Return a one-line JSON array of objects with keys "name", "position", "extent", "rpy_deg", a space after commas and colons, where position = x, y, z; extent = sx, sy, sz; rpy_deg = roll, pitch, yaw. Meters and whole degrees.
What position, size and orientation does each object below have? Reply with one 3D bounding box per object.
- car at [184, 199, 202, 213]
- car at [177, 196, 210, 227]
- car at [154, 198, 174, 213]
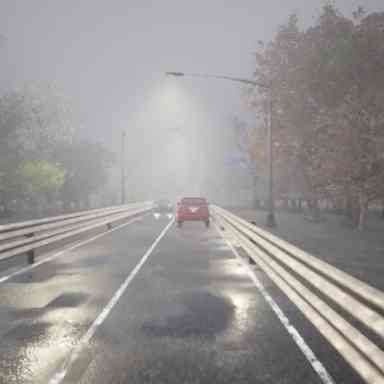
[{"name": "car", "position": [0.098, 1.751, 42.700], "extent": [2.128, 1.511, 4.902], "rpy_deg": [0, 0, 0]}, {"name": "car", "position": [0.112, 1.326, 24.044], "extent": [2.150, 2.045, 5.566], "rpy_deg": [0, -1, 1]}, {"name": "car", "position": [-3.338, 1.592, 40.399], "extent": [2.097, 1.767, 4.553], "rpy_deg": [0, 0, 0]}]
